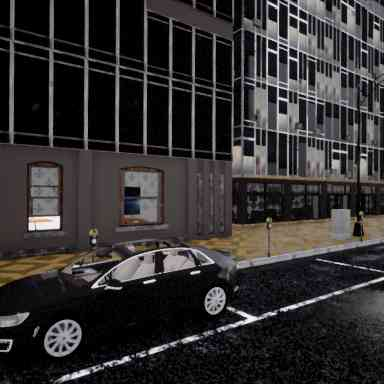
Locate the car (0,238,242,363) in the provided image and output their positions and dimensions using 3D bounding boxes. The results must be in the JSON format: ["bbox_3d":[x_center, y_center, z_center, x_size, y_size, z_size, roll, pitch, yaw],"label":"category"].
[{"bbox_3d":[-1.072,1.551,5.786,4.403,1.369,2.008,0,0,-35],"label":"car"}]
